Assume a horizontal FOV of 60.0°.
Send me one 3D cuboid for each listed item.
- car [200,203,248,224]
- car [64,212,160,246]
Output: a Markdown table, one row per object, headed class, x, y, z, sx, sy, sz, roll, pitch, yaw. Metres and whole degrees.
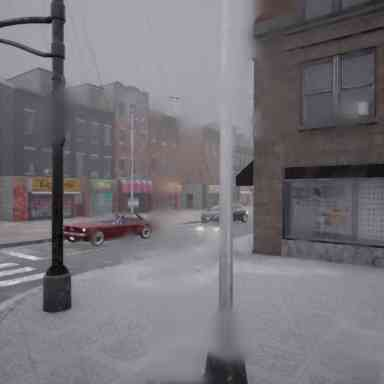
| class | x | y | z | sx | sy | sz | roll | pitch | yaw |
| --- | --- | --- | --- | --- | --- | --- | --- | --- | --- |
| car | 2.474 | 1.571 | 24.431 | 1.837 | 1.490 | 4.892 | 0 | 0 | 36 |
| car | -3.739 | 1.633 | 15.695 | 1.895 | 1.301 | 4.718 | 0 | 0 | 35 |
